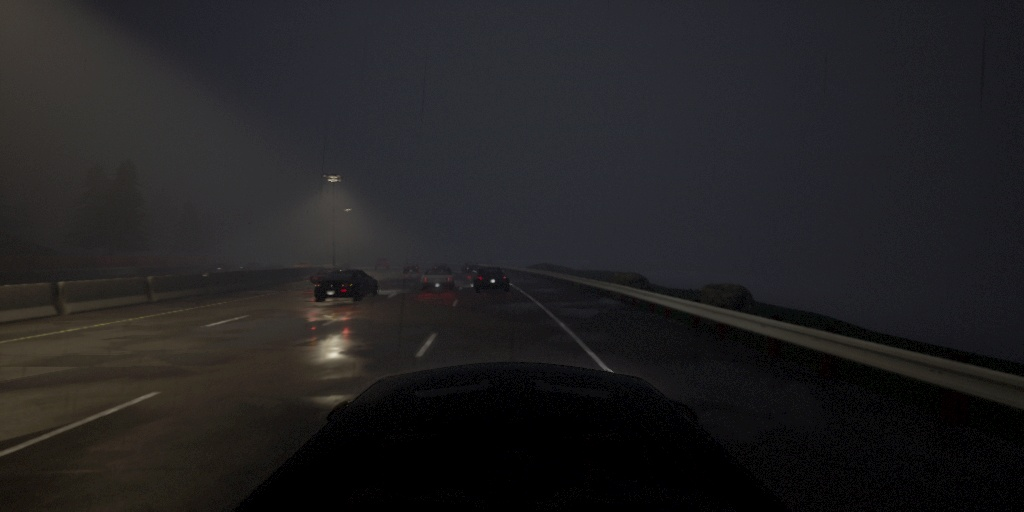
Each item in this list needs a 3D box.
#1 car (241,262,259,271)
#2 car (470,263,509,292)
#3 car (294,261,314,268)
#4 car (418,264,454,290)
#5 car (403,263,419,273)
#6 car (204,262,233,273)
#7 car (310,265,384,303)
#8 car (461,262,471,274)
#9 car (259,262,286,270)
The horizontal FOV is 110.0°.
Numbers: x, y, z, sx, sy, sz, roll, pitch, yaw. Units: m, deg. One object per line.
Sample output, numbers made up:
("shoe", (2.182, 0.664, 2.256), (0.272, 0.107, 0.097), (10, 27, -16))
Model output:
("car", (-37.570, 1.610, 52.035), (1.837, 1.490, 4.892), (0, 0, -20))
("car", (-1.321, 1.342, 21.711), (1.994, 1.385, 4.181), (0, 0, -8))
("car", (-30.104, 1.522, 51.968), (1.882, 1.535, 5.008), (0, 0, -19))
("car", (-4.698, 1.409, 23.177), (1.895, 1.301, 4.718), (0, 0, -8))
("car", (-13.192, 1.500, 46.753), (1.895, 1.301, 4.718), (0, 0, -17))
("car", (-40.282, 1.636, 49.332), (1.837, 1.490, 4.892), (0, 0, -19))
("car", (-7.786, 1.354, 17.150), (1.812, 1.442, 4.674), (0, 0, -6))
("car", (-5.031, 1.430, 43.318), (1.895, 1.301, 4.718), (0, 0, -15))
("car", (-33.192, 1.631, 50.120), (1.994, 1.385, 4.181), (0, 0, -19))
